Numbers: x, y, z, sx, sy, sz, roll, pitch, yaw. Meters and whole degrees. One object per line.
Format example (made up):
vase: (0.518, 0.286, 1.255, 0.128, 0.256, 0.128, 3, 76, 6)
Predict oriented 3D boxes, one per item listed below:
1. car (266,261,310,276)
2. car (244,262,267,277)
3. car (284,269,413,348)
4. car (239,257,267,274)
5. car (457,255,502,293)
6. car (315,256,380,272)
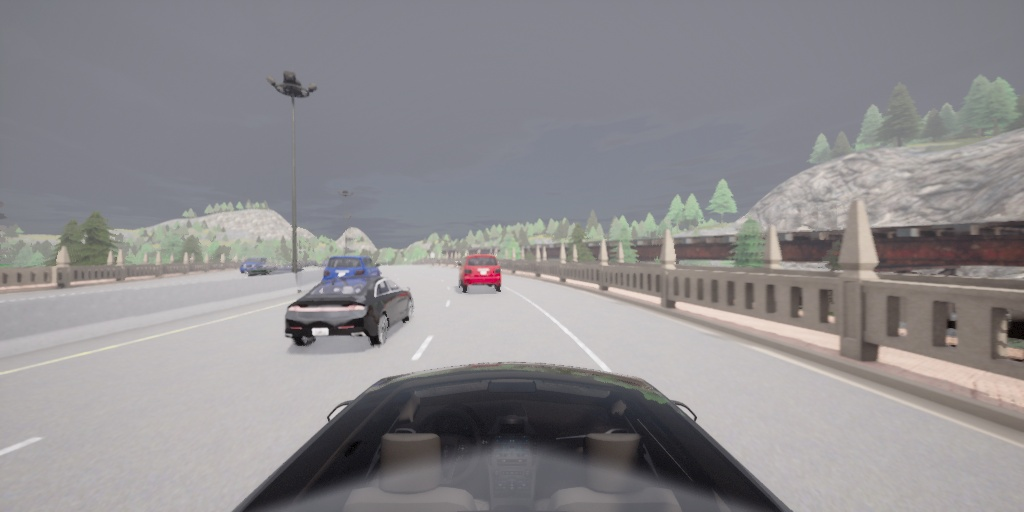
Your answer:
car: (-19.328, 1.436, 31.185, 1.994, 1.385, 4.181, 0, 0, -19)
car: (-24.950, 1.523, 36.250, 1.895, 1.301, 4.718, -1, 0, -22)
car: (-3.886, 1.257, 9.371, 2.128, 1.511, 4.902, 0, 0, -4)
car: (-32.912, 1.209, 45.952, 2.150, 2.045, 5.566, -1, 0, -23)
car: (-1.984, 0.967, 21.310, 2.150, 2.045, 5.566, 0, 0, -11)
car: (-8.920, 1.014, 20.372, 2.150, 2.045, 5.566, 0, 0, -11)
